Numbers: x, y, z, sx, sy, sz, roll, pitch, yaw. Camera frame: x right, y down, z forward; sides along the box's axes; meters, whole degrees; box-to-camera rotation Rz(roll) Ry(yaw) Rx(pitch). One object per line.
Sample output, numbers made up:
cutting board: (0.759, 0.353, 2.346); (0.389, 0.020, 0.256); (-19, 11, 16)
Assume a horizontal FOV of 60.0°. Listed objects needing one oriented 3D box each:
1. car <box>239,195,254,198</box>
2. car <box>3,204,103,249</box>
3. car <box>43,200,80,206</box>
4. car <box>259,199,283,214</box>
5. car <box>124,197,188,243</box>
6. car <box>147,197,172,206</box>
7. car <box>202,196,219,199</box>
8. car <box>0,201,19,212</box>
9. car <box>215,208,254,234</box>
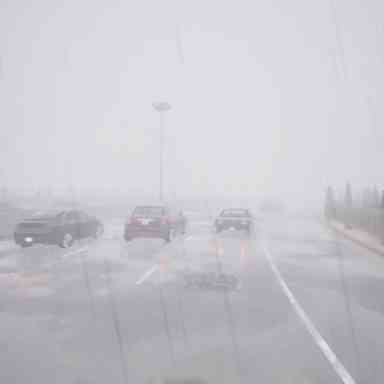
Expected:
car: (10.400, 1.396, 64.711); (2.097, 1.767, 4.553); (0, 0, 41)
car: (-5.504, 1.465, 14.364); (1.837, 1.490, 4.892); (0, 0, 9)
car: (-10.246, 1.418, 25.957); (2.128, 1.511, 4.902); (0, 0, 16)
car: (8.552, 1.526, 36.000); (1.812, 1.442, 4.674); (0, 0, 25)
car: (-1.591, 1.328, 16.187); (2.097, 1.767, 4.553); (0, 0, 11)
car: (-5.276, 1.483, 54.844); (1.994, 1.385, 4.181); (0, 0, 31)
car: (3.158, 1.470, 61.198); (1.837, 1.490, 4.892); (0, 0, 36)
car: (-14.477, 1.415, 23.618); (1.837, 1.490, 4.892); (0, 0, 14)
car: (2.592, 1.592, 19.273); (1.895, 1.301, 4.718); (0, 0, 13)
